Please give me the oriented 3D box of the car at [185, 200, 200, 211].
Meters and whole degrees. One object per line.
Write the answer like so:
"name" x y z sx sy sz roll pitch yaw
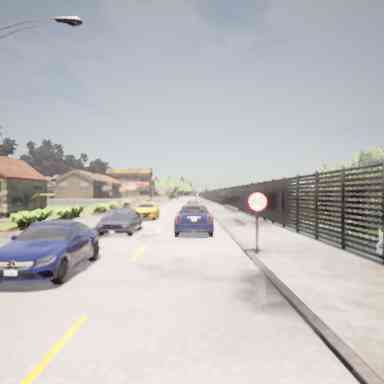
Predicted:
"car" 0.106 1.845 46.298 1.994 1.385 4.181 0 0 0

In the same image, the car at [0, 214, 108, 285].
"car" -4.084 1.586 9.839 1.812 1.442 4.674 0 0 0

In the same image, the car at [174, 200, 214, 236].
"car" 0.106 1.469 19.220 2.097 1.767 4.553 0 0 0

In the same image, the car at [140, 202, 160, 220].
"car" -3.993 1.659 29.870 1.882 1.535 5.008 0 0 0

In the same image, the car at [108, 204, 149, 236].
"car" -4.065 1.667 19.607 2.033 1.411 5.357 0 0 0
